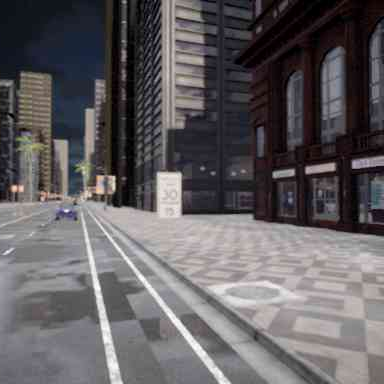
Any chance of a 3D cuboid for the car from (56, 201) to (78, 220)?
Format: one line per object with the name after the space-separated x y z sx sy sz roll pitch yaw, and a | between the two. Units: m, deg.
-13.567 2.070 36.101 2.097 1.767 4.553 0 -1 -19 | car
